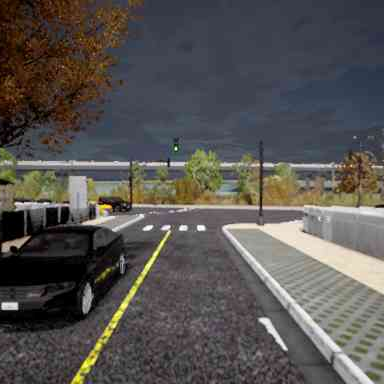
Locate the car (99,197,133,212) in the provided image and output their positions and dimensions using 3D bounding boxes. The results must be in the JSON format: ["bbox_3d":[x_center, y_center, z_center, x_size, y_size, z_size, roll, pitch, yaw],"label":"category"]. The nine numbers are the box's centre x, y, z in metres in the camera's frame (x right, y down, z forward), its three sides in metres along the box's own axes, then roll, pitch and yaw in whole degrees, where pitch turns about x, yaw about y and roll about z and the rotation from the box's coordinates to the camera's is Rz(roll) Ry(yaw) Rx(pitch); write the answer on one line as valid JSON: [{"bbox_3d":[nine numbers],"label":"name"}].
[{"bbox_3d":[-10.617,1.655,45.431,5.566,2.045,2.150,-1,1,36],"label":"car"}]

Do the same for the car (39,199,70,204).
[{"bbox_3d":[-19.618,2.186,47.983,4.181,1.385,1.994,-1,1,36],"label":"car"}]

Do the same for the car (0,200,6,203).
[{"bbox_3d":[-40.811,2.214,71.554,4.902,1.511,2.128,-1,1,36],"label":"car"}]

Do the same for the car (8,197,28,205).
[{"bbox_3d":[-38.880,1.953,74.161,4.553,1.767,2.097,-1,1,36],"label":"car"}]

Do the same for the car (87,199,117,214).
[{"bbox_3d":[-12.357,2.000,42.687,5.008,1.535,1.882,-1,1,36],"label":"car"}]

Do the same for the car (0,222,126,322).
[{"bbox_3d":[-2.839,1.528,7.700,1.882,1.535,5.008,0,0,0],"label":"car"}]

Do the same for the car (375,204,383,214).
[{"bbox_3d":[19.880,1.478,31.528,4.718,1.301,1.895,-1,1,36],"label":"car"}]

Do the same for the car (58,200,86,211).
[{"bbox_3d":[-18.501,2.067,51.183,4.674,1.442,1.812,-1,1,36],"label":"car"}]

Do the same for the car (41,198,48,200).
[{"bbox_3d":[-30.465,2.070,68.044,4.892,1.490,1.837,-1,1,36],"label":"car"}]

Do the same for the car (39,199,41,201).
[{"bbox_3d":[-32.611,2.030,65.583,4.553,1.767,2.097,-1,1,36],"label":"car"}]

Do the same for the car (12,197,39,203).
[{"bbox_3d":[-30.205,2.211,59.793,4.892,1.490,1.837,-1,1,37],"label":"car"}]
